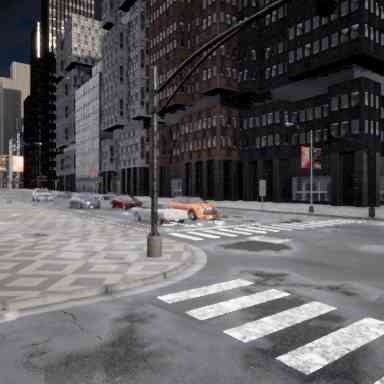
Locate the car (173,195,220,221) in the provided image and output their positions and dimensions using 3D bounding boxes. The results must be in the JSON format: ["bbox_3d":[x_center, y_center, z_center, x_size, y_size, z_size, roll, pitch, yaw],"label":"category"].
[{"bbox_3d":[0.053,1.094,24.518,2.097,1.767,4.553,0,1,-34],"label":"car"}]

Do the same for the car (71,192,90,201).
[{"bbox_3d":[-19.268,0.708,57.234,1.812,1.442,4.674,0,1,-35],"label":"car"}]

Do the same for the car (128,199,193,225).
[{"bbox_3d":[-2.216,1.356,22.099,1.895,1.301,4.718,0,1,-36],"label":"car"}]

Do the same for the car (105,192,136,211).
[{"bbox_3d":[-6.772,1.055,33.985,1.882,1.535,5.008,0,1,-36],"label":"car"}]

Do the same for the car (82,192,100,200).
[{"bbox_3d":[-19.062,0.715,62.506,1.895,1.301,4.718,0,1,-36],"label":"car"}]

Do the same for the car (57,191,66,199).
[{"bbox_3d":[-25.076,0.573,65.294,2.033,1.411,5.357,0,1,-36],"label":"car"}]

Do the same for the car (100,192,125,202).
[{"bbox_3d":[-12.991,0.766,54.077,2.128,1.511,4.902,0,1,-36],"label":"car"}]

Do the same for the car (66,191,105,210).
[{"bbox_3d":[-11.131,0.890,34.479,2.097,1.767,4.553,0,1,-36],"label":"car"}]

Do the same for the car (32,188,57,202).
[{"bbox_3d":[-23.001,0.462,51.121,2.150,2.045,5.566,0,1,-36],"label":"car"}]
